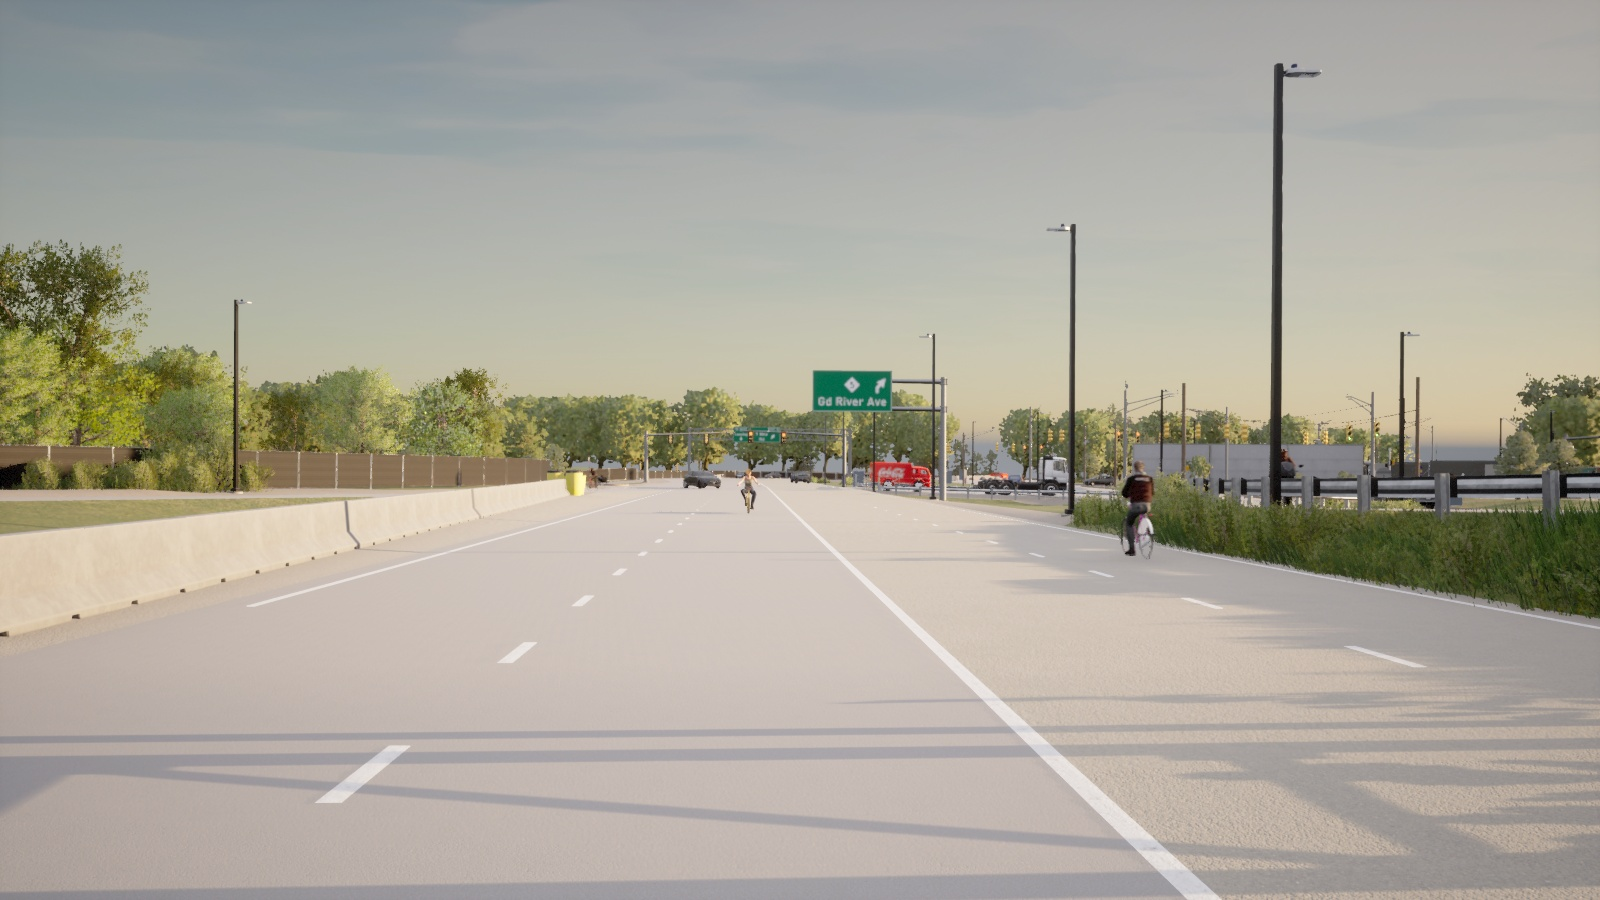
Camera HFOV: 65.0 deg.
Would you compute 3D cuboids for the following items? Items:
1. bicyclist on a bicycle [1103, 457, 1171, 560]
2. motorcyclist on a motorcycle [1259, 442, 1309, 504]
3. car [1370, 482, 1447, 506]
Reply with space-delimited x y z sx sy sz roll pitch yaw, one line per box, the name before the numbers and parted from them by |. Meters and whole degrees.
bicyclist on a bicycle | 6.086 1.031 22.749 0.659 1.776 1.843 0 -1 -2
motorcyclist on a motorcycle | 12.441 0.610 32.333 0.797 1.523 2.044 1 -2 9
car | 38.639 2.777 79.922 2.033 1.411 5.357 0 -1 -3
